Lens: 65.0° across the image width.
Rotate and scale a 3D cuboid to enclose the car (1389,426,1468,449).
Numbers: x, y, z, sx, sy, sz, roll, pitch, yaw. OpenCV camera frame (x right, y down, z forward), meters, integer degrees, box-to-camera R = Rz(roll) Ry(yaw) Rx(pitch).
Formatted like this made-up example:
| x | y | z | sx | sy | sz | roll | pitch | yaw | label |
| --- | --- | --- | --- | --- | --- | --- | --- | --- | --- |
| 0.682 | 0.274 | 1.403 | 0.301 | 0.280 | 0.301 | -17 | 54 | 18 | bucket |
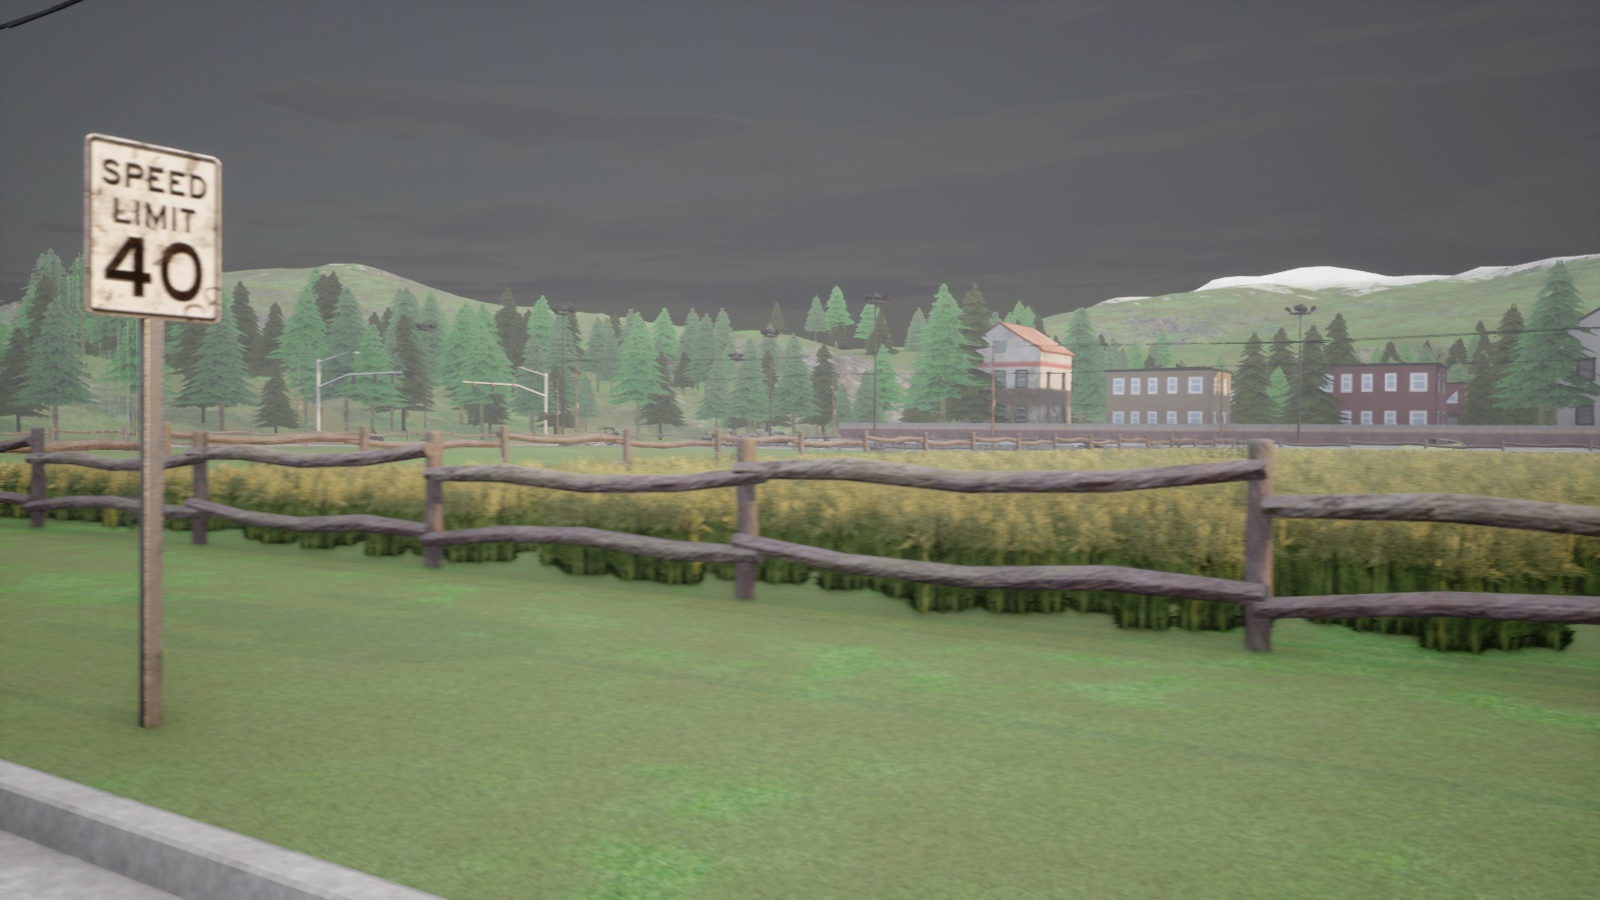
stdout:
| x | y | z | sx | sy | sz | roll | pitch | yaw | label |
| --- | --- | --- | --- | --- | --- | --- | --- | --- | --- |
| 41.772 | -0.841 | 83.480 | 4.514 | 1.525 | 2.007 | 0 | 1 | 34 | car |
